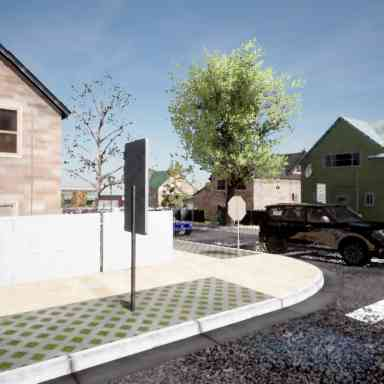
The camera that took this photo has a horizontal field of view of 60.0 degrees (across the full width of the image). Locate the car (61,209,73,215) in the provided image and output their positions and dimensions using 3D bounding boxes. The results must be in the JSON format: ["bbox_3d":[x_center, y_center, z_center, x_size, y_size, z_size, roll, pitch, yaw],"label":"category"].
[{"bbox_3d":[-18.678,3.419,46.741,1.895,1.301,4.718,1,-3,-35],"label":"car"}]

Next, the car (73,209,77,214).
[{"bbox_3d":[-13.987,3.027,44.942,2.097,1.767,4.553,1,-3,-35],"label":"car"}]

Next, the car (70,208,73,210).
[{"bbox_3d":[-19.768,3.422,53.096,2.097,1.767,4.553,1,-3,-35],"label":"car"}]

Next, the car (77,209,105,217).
[{"bbox_3d":[-9.586,2.685,33.598,2.128,1.511,4.902,1,-3,-35],"label":"car"}]

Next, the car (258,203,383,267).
[{"bbox_3d":[5.029,1.451,12.716,2.150,2.045,5.566,1,-3,-35],"label":"car"}]

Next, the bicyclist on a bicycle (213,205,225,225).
[{"bbox_3d":[2.301,1.826,26.774,1.656,1.620,0.582,-2,1,-35],"label":"bicyclist on a bicycle"}]

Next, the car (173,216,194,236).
[{"bbox_3d":[-1.868,2.280,22.562,1.895,1.301,4.718,1,-2,-35],"label":"car"}]
